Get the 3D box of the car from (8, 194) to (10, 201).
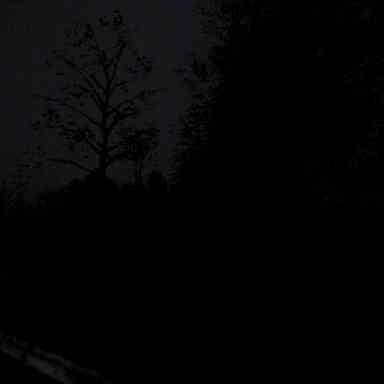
[{"bbox_3d":[-34.380,0.655,58.726,2.097,1.767,4.553,3,-1,12],"label":"car"}]
